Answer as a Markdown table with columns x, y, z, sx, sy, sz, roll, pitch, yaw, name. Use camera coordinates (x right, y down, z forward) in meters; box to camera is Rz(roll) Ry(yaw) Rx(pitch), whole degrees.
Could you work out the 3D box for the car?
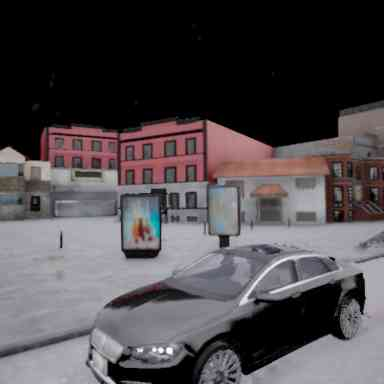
| x | y | z | sx | sy | sz | roll | pitch | yaw | name |
| --- | --- | --- | --- | --- | --- | --- | --- | --- | --- |
| 0.900 | 1.638 | 5.195 | 4.902 | 1.511 | 2.128 | 1 | -2 | -38 | car |
